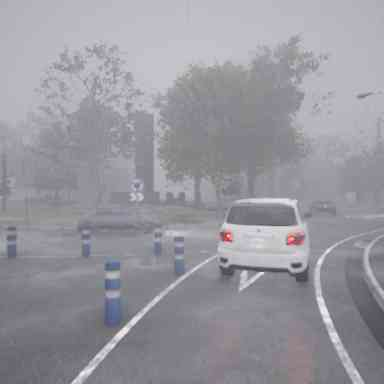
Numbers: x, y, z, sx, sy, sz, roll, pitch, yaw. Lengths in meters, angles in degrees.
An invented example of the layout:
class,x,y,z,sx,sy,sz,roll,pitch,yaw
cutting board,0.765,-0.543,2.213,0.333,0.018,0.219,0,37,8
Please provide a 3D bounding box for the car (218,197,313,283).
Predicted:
class,x,y,z,sx,sy,sz,roll,pitch,yaw
car,2.322,1.170,9.891,2.150,2.045,5.566,0,1,19

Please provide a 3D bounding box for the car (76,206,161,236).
class,x,y,z,sx,sy,sz,roll,pitch,yaw
car,-3.596,1.415,16.730,4.181,1.385,1.994,0,1,-6

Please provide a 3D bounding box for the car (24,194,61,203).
class,x,y,z,sx,sy,sz,roll,pitch,yaw
car,-21.377,1.014,47.685,1.895,1.301,4.718,1,1,38

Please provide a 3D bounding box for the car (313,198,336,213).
class,x,y,z,sx,sy,sz,roll,pitch,yaw
car,12.391,1.222,31.930,1.994,1.385,4.181,0,1,11
